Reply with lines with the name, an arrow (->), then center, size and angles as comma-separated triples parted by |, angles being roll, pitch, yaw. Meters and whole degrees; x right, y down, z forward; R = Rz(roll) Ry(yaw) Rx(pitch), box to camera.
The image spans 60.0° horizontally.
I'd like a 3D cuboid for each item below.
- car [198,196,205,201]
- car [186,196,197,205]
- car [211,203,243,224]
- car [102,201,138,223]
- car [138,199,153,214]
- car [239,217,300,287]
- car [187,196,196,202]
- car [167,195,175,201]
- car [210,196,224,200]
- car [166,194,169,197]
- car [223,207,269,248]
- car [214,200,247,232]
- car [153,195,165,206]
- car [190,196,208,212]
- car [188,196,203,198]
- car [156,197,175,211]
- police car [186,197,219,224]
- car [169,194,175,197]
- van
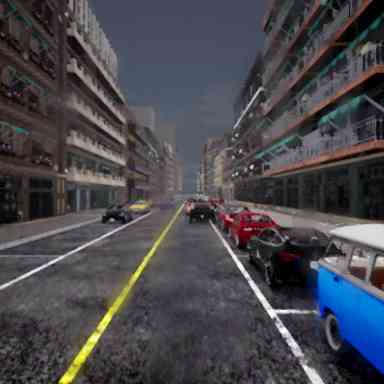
car -> 2.536, 1.699, 88.234 | 1.752, 1.417, 4.829 | 0, 0, 0
car -> -0.108, 1.604, 61.108 | 1.882, 1.535, 5.008 | 0, 0, 0
car -> 2.646, 1.610, 26.063 | 2.008, 1.369, 4.403 | 0, 0, 0
car -> -5.735, 1.624, 26.051 | 1.947, 1.339, 4.313 | 0, 0, 0
car -> -5.754, 1.606, 37.155 | 1.752, 1.417, 4.829 | 0, 0, 0
car -> 2.675, 1.588, 9.154 | 1.947, 1.339, 4.313 | 0, 0, 0
car -> -0.134, 1.654, 76.137 | 1.895, 1.301, 4.718 | 0, 0, 0
car -> -5.853, 1.622, 93.689 | 1.967, 1.590, 4.097 | 0, 0, 0
car -> 2.627, 1.397, 37.337 | 2.192, 1.841, 5.009 | 0, 0, 0
car -> -5.793, 1.438, 59.872 | 2.192, 1.841, 5.009 | 0, 0, 0
car -> 2.666, 1.579, 14.791 | 1.887, 1.381, 4.507 | 0, 0, 0
car -> 2.656, 1.487, 20.428 | 1.967, 1.590, 4.097 | 0, 0, 0
car -> -5.784, 1.553, 54.235 | 1.967, 1.590, 4.097 | 0, 0, 0
car -> 0.782, 1.443, 41.533 | 2.097, 1.767, 4.553 | 0, 0, 0
car -> 0.553, 1.433, 35.593 | 2.097, 1.767, 4.553 | 0, 0, 4
car -> -3.167, 1.692, 42.623 | 1.895, 1.301, 4.718 | 0, 0, 0
police car -> 0.717, 1.481, 25.673 | 1.930, 1.638, 5.238 | 0, 0, 0
car -> -5.843, 1.488, 88.053 | 2.192, 1.841, 5.009 | 0, 0, 0
van -> 2.686, 1.350, 3.518 | 1.690, 1.788, 3.998 | 0, 0, 0
